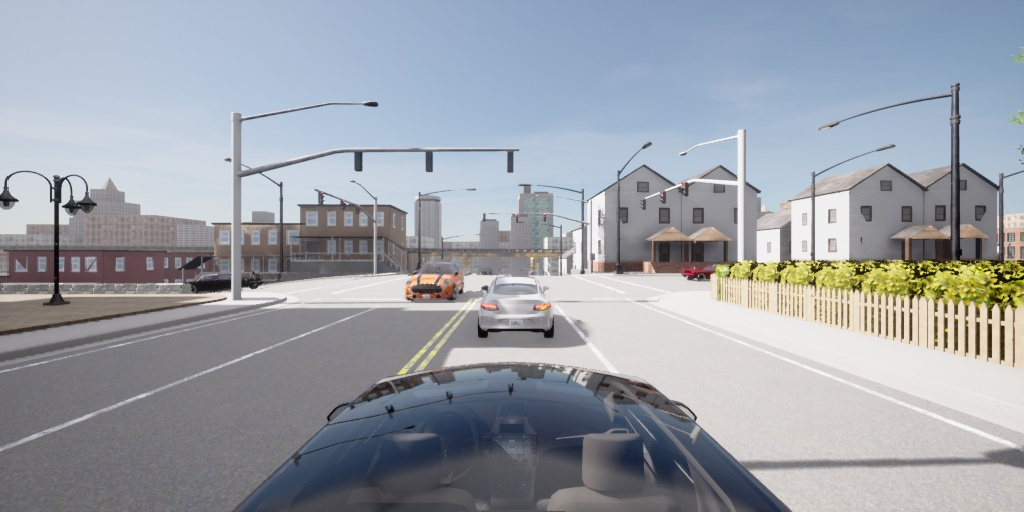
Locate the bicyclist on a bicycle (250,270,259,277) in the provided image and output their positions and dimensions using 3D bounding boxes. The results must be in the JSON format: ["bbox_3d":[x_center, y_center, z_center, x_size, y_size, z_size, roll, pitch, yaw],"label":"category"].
[{"bbox_3d":[-25.569,2.214,35.648,0.582,1.620,1.656,-8,0,0],"label":"bicyclist on a bicycle"}]

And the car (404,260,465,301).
[{"bbox_3d":[-3.564,1.100,17.191,2.097,1.767,4.553,0,0,0],"label":"car"}]

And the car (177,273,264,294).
[{"bbox_3d":[-19.977,1.845,24.762,4.718,1.301,1.895,-4,0,-1],"label":"car"}]

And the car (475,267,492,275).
[{"bbox_3d":[-3.525,2.452,47.253,2.150,2.045,5.566,0,-9,0],"label":"car"}]

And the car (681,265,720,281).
[{"bbox_3d":[16.312,1.351,28.875,4.718,1.301,1.895,0,0,-1],"label":"car"}]

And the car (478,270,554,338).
[{"bbox_3d":[0.101,1.276,10.071,1.812,1.442,4.674,0,0,0],"label":"car"}]
